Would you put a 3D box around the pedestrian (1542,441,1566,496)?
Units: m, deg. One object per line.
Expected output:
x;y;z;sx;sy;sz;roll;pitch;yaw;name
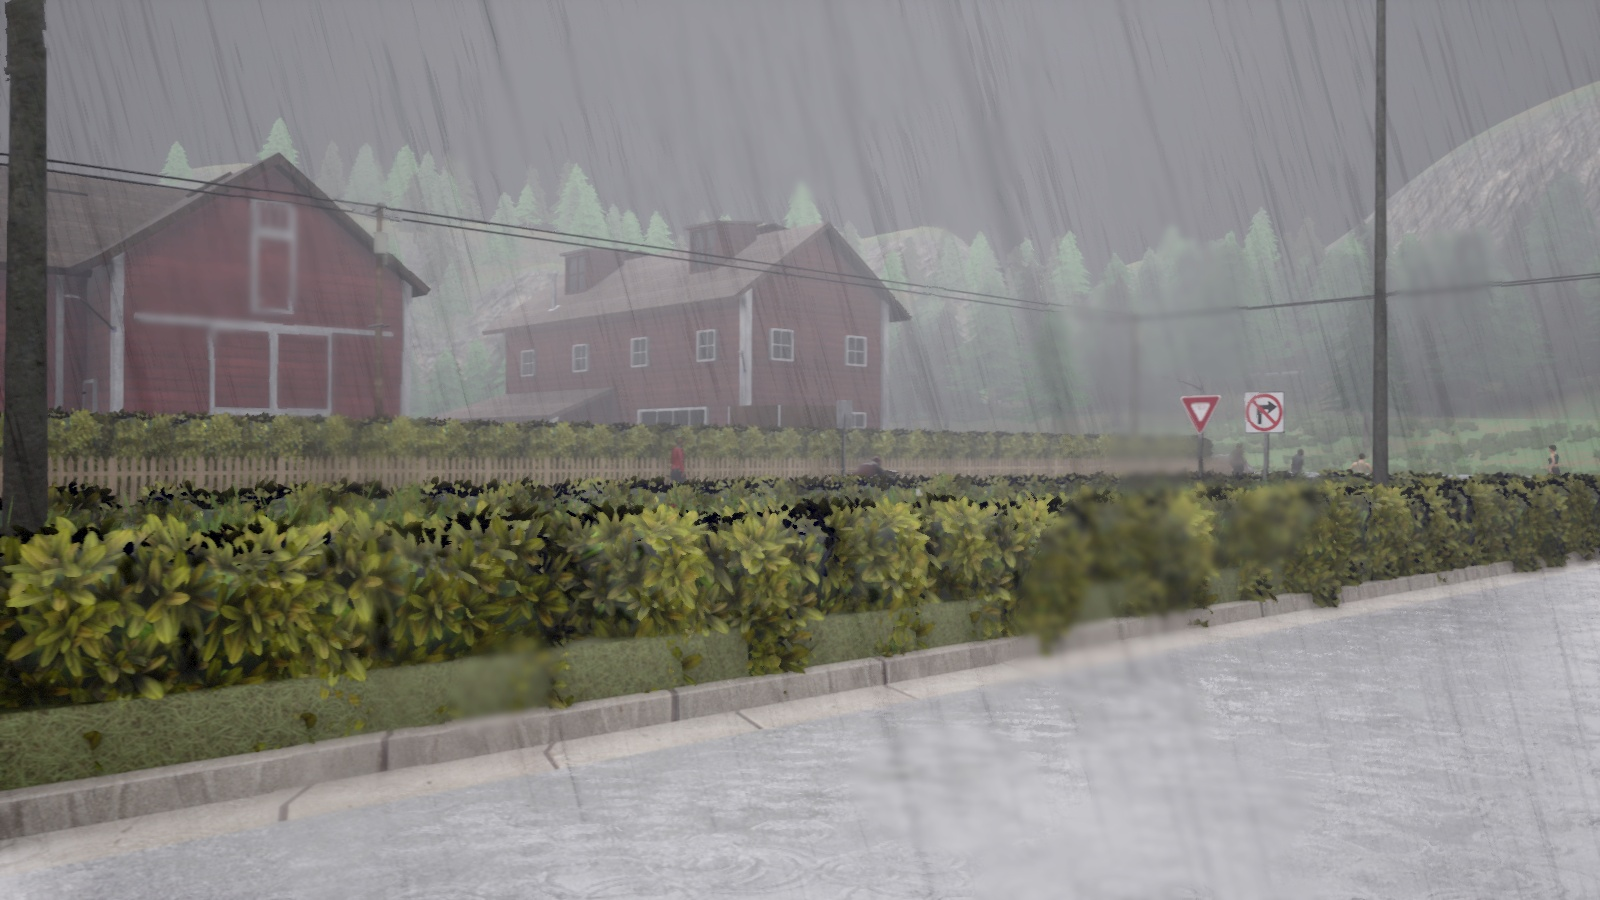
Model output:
25.171;0.619;41.947;0.345;1.836;0.594;0;0;-22;pedestrian

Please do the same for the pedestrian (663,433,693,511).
-2.937;0.530;30.179;0.636;1.846;0.331;0;0;-42;pedestrian

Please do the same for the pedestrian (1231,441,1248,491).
16.383;0.589;46.817;0.331;1.846;0.634;0;0;45;pedestrian

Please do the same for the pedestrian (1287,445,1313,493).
19.437;0.732;48.790;0.849;1.883;0.563;0;0;31;pedestrian

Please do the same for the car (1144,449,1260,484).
19.670;0.773;61.601;2.152;1.651;5.027;0;0;-42;car
